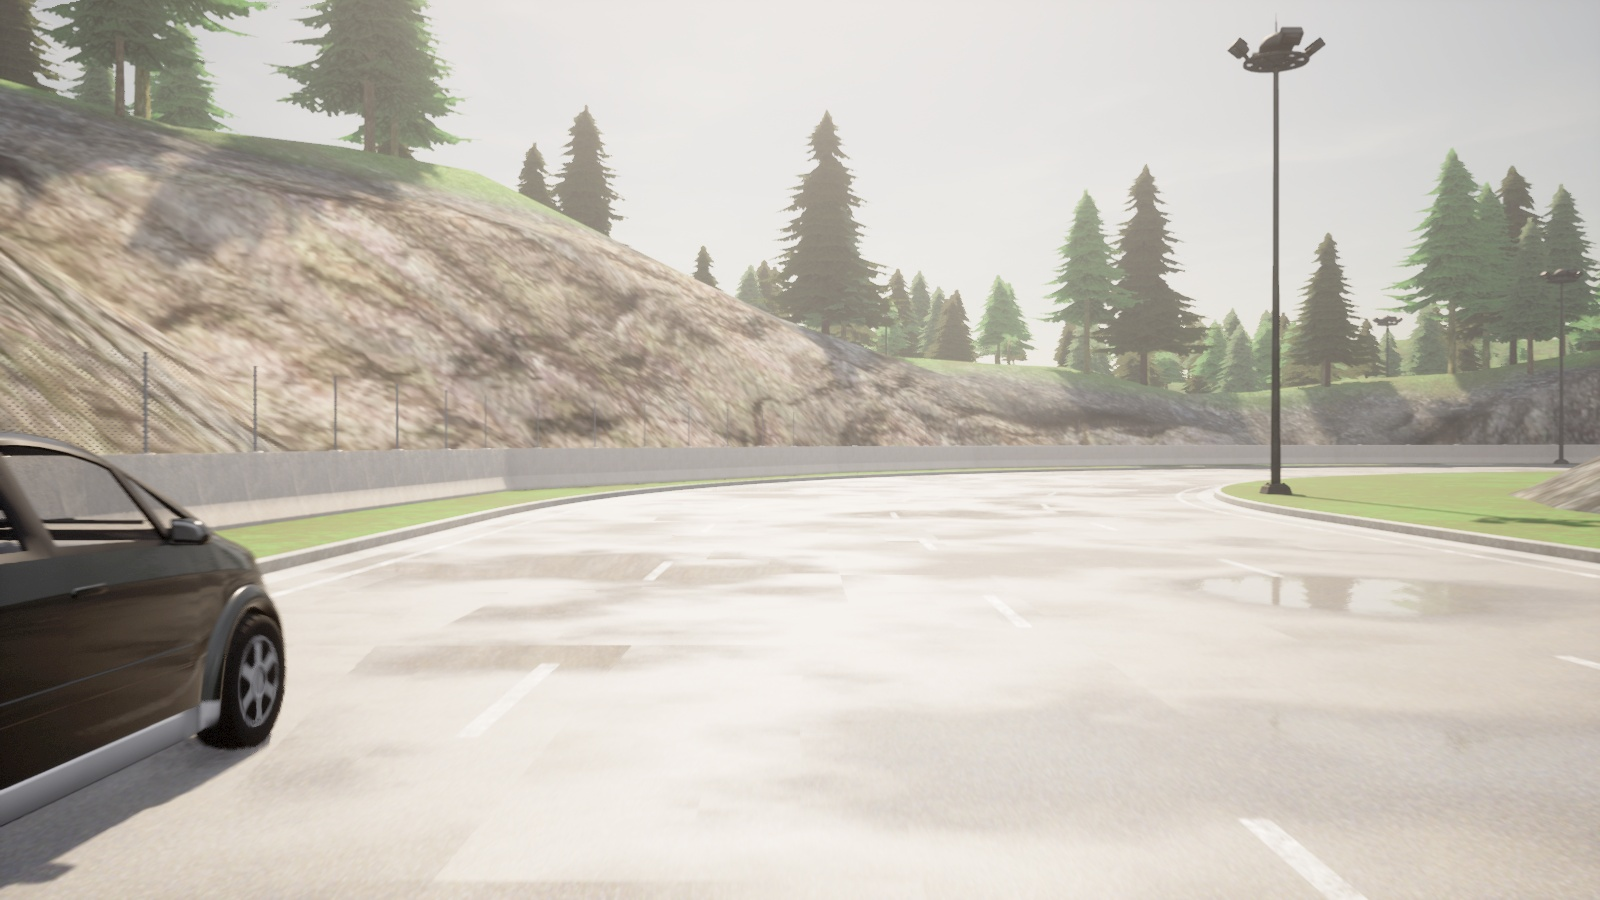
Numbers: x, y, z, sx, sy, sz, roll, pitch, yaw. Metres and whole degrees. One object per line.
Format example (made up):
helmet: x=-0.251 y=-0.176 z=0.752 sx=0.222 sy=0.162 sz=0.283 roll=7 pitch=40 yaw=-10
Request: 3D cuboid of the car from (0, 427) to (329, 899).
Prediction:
car: x=-3.457 y=0.694 z=4.951 sx=1.789 sy=1.549 sz=3.705 roll=0 pitch=0 yaw=0
